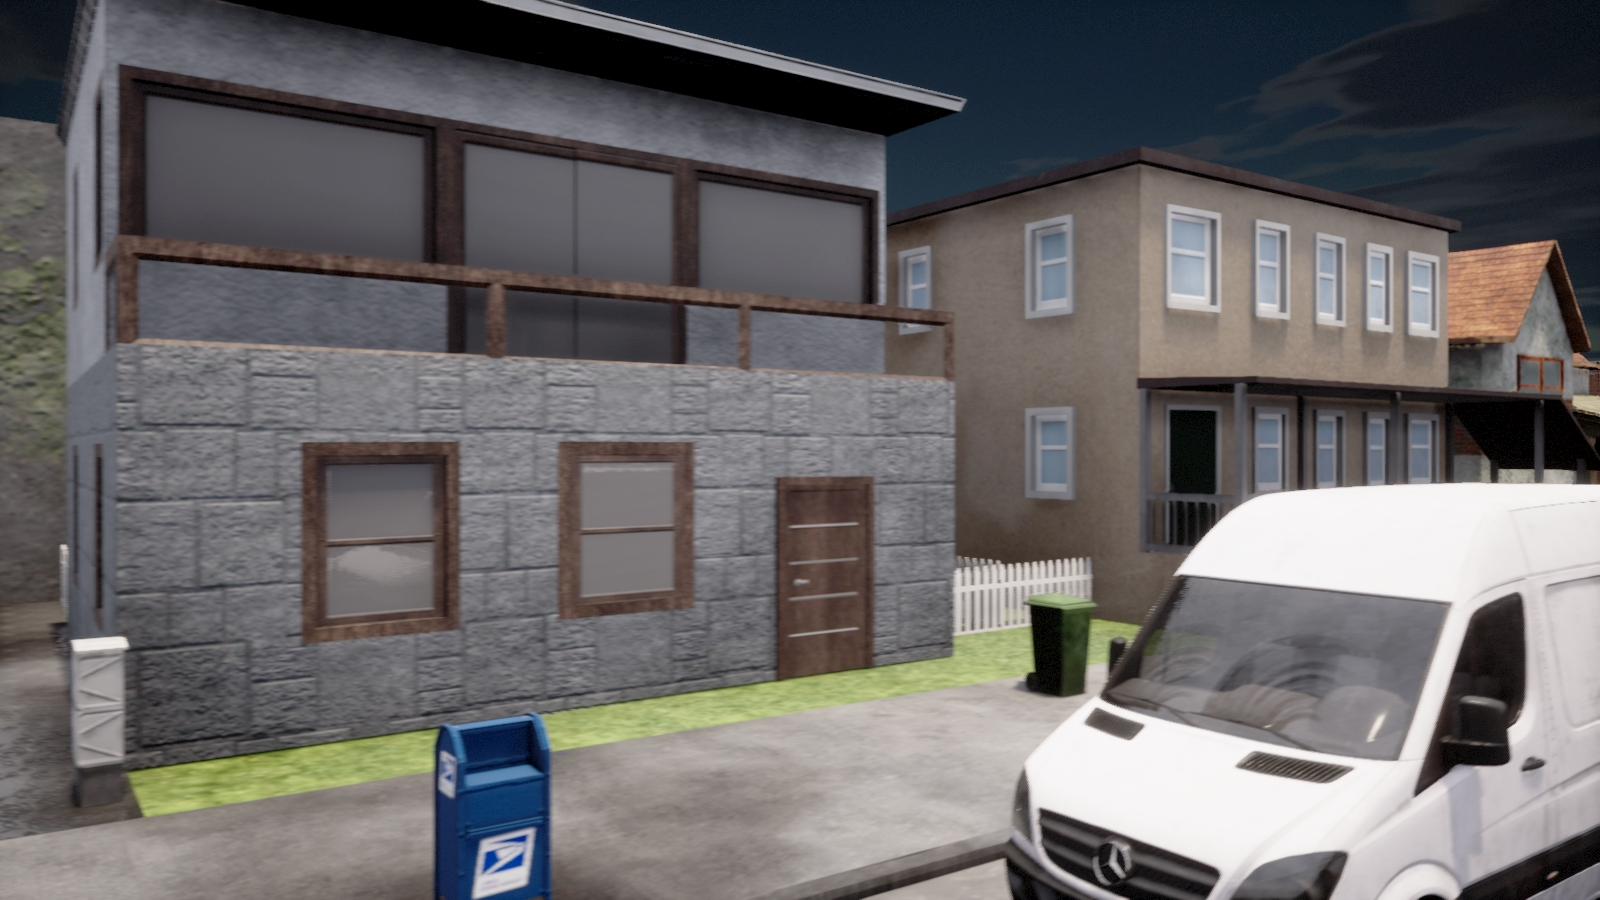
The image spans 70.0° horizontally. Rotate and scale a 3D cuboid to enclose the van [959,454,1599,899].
[{"bbox_3d":[3.850,1.313,7.089,5.915,2.561,1.988,0,0,-35],"label":"van"}]
